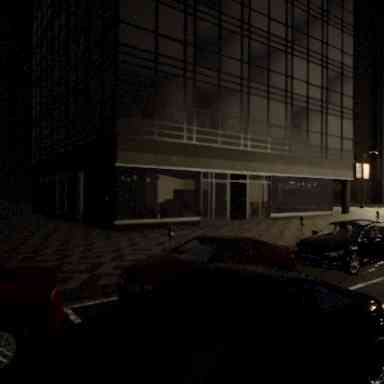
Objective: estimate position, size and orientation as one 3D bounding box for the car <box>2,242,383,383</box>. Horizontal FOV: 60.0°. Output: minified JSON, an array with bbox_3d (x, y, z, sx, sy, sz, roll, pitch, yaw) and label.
[{"bbox_3d":[0.428,1.563,3.683,4.181,1.385,1.994,0,0,-36],"label":"car"}]

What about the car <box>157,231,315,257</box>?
[{"bbox_3d":[0.510,1.581,7.121,4.206,1.307,1.802,0,1,-36],"label":"car"}]

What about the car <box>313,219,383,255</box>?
[{"bbox_3d":[4.954,1.551,10.293,4.403,1.369,2.008,0,1,-36],"label":"car"}]

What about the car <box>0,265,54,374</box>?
[{"bbox_3d":[-3.933,1.545,3.949,4.507,1.381,1.887,0,1,-36],"label":"car"}]
